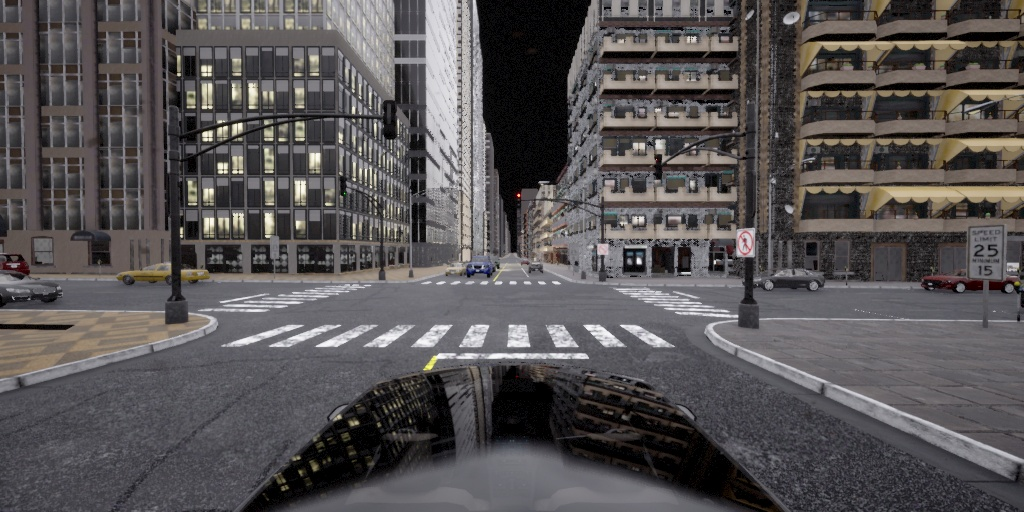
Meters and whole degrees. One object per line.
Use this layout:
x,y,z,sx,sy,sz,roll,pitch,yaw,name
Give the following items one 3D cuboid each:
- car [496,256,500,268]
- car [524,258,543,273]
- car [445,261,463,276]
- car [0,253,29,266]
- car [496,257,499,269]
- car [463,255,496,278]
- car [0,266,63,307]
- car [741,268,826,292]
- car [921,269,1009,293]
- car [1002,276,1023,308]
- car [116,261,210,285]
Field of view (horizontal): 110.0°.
-3.002,0.959,55.385,2.150,2.045,5.566,0,0,0,car
2.756,1.290,42.207,2.007,1.370,4.403,0,0,0,car
-5.634,1.266,36.396,1.751,1.417,4.829,0,0,0,car
-33.580,0.713,22.499,5.009,1.841,2.192,0,0,1,car
-3.023,1.217,44.829,1.882,1.535,5.008,0,0,0,car
-3.047,0.963,34.698,2.150,2.045,5.566,0,0,0,car
-20.267,1.204,13.939,4.403,1.370,2.007,0,0,1,car
16.341,1.376,21.713,4.403,1.370,2.007,0,0,1,car
27.406,1.462,21.540,4.507,1.381,1.888,0,0,1,car
21.734,1.576,13.248,4.313,1.339,1.948,0,0,1,car
-21.634,1.030,22.275,4.829,1.417,1.751,0,0,1,car
